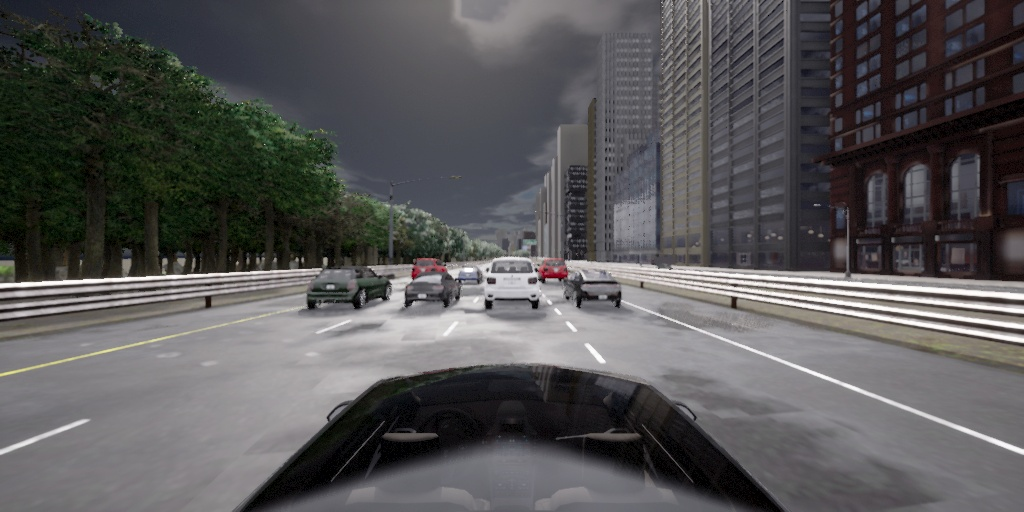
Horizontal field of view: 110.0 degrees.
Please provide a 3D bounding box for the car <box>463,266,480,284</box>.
[{"bbox_3d":[-3.530,1.595,30.875,2.033,1.411,5.357,0,-1,0],"label":"car"}]

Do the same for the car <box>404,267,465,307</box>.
[{"bbox_3d":[-3.500,1.418,16.265,1.812,1.442,4.674,0,0,0],"label":"car"}]

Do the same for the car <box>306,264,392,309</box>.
[{"bbox_3d":[-7.001,1.239,15.949,2.097,1.767,4.553,0,-1,0],"label":"car"}]

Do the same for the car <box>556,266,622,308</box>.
[{"bbox_3d":[3.499,1.384,16.178,2.128,1.511,4.902,0,0,0],"label":"car"}]

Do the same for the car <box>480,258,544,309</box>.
[{"bbox_3d":[-0.003,1.105,15.910,2.150,2.045,5.566,0,0,0],"label":"car"}]

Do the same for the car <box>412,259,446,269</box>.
[{"bbox_3d":[-7.030,1.264,30.902,2.150,2.045,5.566,0,0,0],"label":"car"}]

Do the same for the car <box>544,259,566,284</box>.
[{"bbox_3d":[3.470,1.264,30.928,2.150,2.045,5.566,0,0,0],"label":"car"}]
